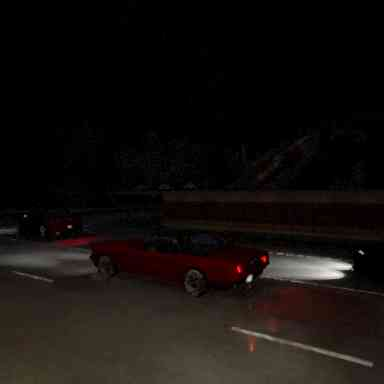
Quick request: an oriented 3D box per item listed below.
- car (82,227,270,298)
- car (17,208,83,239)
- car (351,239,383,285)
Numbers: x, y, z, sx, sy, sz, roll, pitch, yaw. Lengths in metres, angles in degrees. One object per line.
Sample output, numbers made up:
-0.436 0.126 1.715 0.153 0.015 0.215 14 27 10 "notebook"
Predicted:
-0.537 1.649 8.674 4.718 1.301 1.895 -1 0 35 "car"
-8.033 1.630 18.579 5.008 1.535 1.882 -1 0 42 "car"
6.237 1.561 8.143 4.181 1.385 1.994 -1 0 35 "car"
